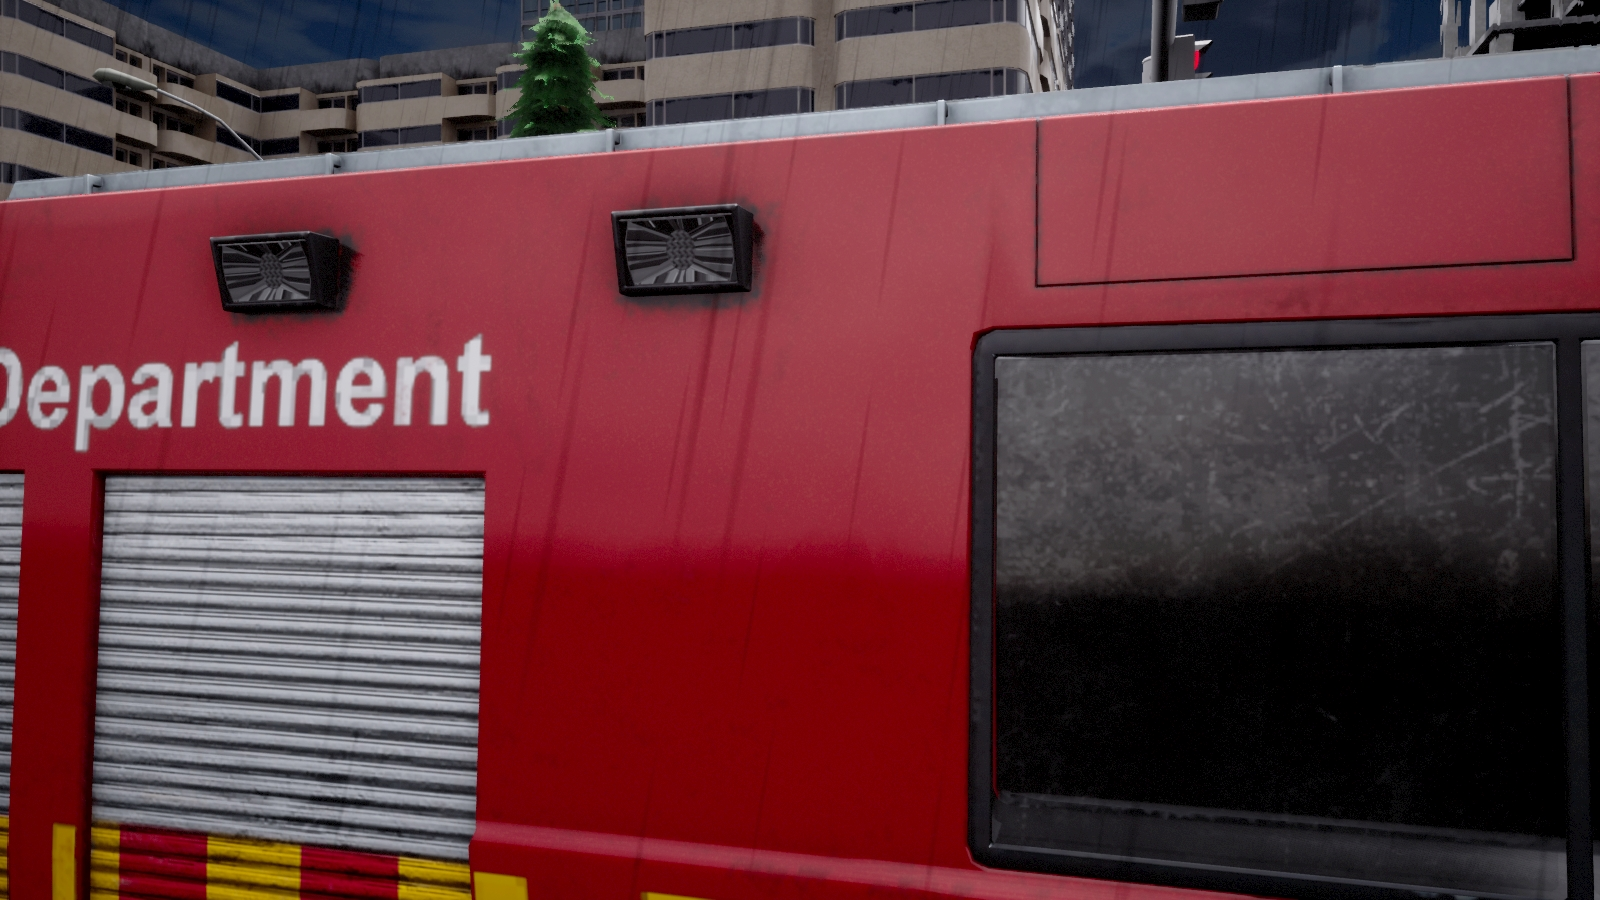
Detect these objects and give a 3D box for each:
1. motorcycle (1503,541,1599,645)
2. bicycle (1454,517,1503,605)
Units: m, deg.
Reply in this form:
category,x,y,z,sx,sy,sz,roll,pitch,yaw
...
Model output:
category,x,y,z,sx,sy,sz,roll,pitch,yaw
motorcycle,11.678,2.155,17.664,0.764,1.307,2.356,0,0,16
bicycle,12.788,2.060,21.569,0.329,1.471,1.835,0,0,16
